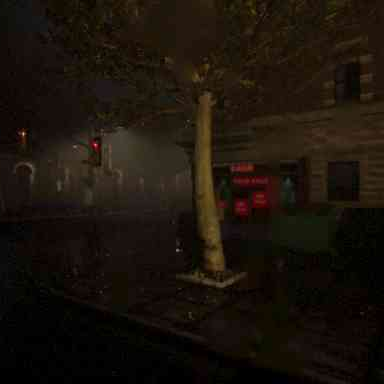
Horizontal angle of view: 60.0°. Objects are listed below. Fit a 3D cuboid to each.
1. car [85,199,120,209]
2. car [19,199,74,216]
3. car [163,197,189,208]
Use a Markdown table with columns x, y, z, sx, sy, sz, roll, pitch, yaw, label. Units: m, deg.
| x | y | z | sx | sy | sz | roll | pitch | yaw | label |
| --- | --- | --- | --- | --- | --- | --- | --- | --- | --- |
| -12.165 | 1.578 | 45.352 | 1.895 | 1.301 | 4.718 | 0 | 0 | 36 | car |
| -13.825 | 1.464 | 31.850 | 1.882 | 1.535 | 5.008 | 0 | 0 | 36 | car |
| -2.206 | 1.512 | 47.658 | 1.812 | 1.442 | 4.674 | 0 | 0 | 36 | car |
